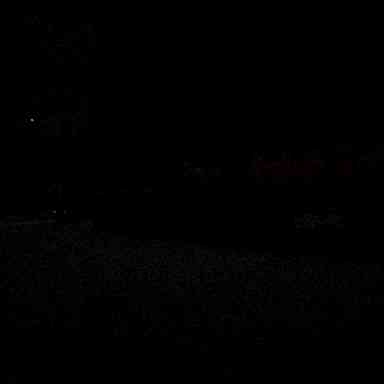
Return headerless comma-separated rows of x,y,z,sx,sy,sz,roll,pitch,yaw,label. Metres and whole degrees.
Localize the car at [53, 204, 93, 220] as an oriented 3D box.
-10.198,1.791,30.472,1.895,1.301,4.718,-1,-1,36,car
